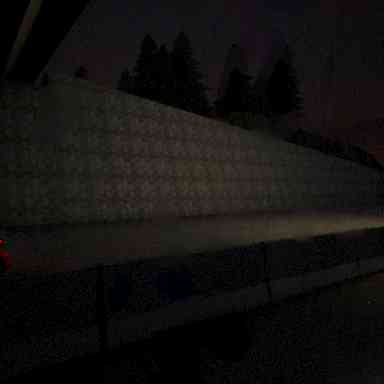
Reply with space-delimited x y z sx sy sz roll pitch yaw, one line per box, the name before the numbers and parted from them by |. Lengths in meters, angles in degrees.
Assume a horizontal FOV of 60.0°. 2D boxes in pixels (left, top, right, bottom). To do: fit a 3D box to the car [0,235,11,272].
car | -6.850 1.362 7.692 4.553 1.767 2.097 -1 0 -35
